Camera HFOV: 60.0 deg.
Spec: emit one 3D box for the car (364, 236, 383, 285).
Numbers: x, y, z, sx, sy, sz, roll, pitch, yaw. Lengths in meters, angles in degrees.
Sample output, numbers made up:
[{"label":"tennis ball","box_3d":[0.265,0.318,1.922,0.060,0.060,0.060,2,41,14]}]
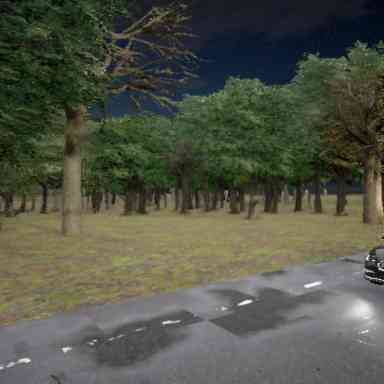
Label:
[{"label":"car","box_3d":[6.261,1.532,8.380,4.892,1.490,1.837,1,0,-35]}]
